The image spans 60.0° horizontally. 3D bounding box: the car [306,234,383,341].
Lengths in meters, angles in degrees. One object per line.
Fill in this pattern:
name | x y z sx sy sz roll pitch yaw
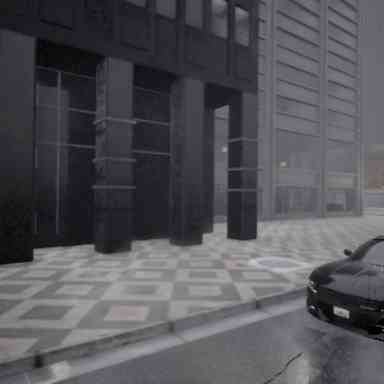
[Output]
car | 4.278 1.572 6.432 5.008 1.535 1.882 1 -1 -35
